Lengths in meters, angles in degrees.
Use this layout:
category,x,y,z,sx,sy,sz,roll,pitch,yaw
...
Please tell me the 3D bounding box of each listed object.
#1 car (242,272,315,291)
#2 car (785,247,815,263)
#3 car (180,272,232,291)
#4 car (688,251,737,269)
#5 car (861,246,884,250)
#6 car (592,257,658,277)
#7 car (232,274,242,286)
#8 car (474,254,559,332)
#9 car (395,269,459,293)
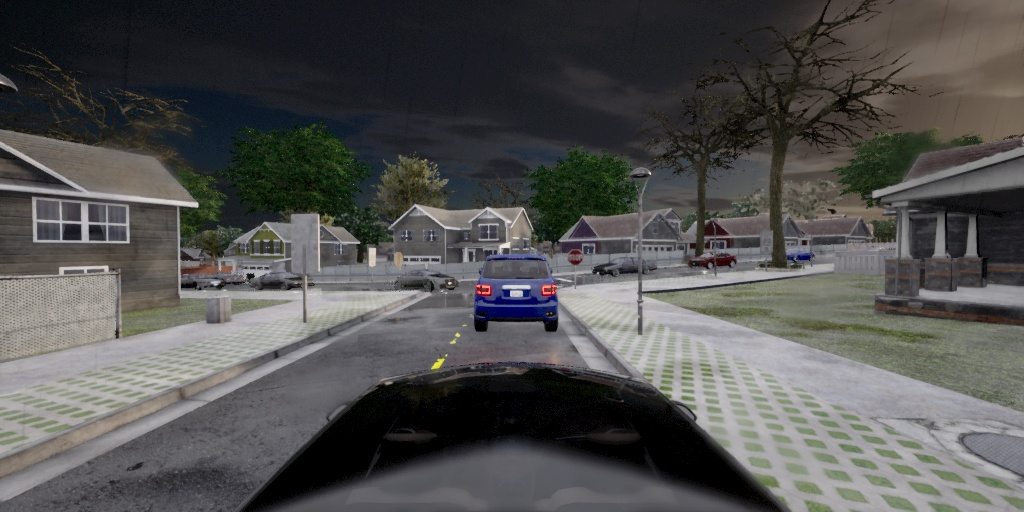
category,x,y,z,sx,sy,sz,roll,pitch,yaw
car,-17.818,1.958,27.691,5.357,1.411,2.033,-2,0,22
car,30.179,-0.142,38.306,5.008,1.535,1.882,-2,2,-25
car,-27.665,2.262,31.666,4.902,1.511,2.128,-2,0,22
car,18.330,0.329,32.769,5.008,1.535,1.882,-2,2,-25
car,40.129,-0.351,39.743,5.357,1.411,2.033,-2,2,-25
car,8.996,0.808,28.466,5.357,1.411,2.033,-3,2,-23
car,-28.853,2.344,35.319,5.357,1.411,2.033,-2,0,22
car,0.116,0.968,11.021,2.150,2.045,5.566,0,0,0
car,-5.287,1.500,22.123,4.181,1.385,1.994,-3,-2,34
